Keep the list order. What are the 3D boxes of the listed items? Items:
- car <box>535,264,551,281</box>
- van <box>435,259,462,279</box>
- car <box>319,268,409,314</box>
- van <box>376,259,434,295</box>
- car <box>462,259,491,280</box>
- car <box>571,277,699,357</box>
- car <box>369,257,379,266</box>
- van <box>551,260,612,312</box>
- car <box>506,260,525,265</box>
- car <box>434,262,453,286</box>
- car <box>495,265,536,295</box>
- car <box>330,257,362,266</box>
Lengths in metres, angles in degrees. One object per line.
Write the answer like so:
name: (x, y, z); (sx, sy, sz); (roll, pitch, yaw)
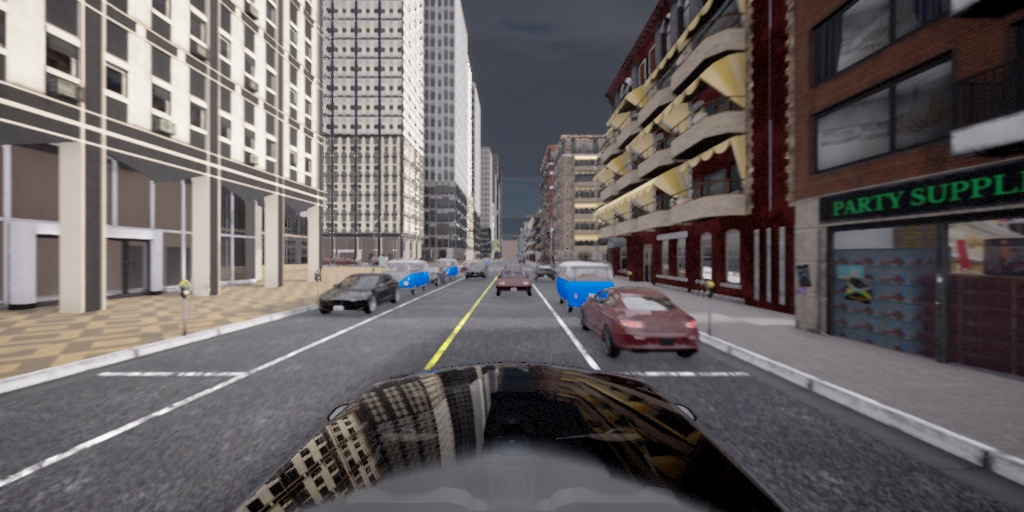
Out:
car: (2.693, 1.354, 30.883); (2.007, 1.370, 4.403); (0, 0, 0)
van: (-5.687, 1.145, 30.885); (1.690, 1.789, 3.998); (0, 0, 0)
car: (-5.689, 1.337, 13.939); (1.948, 1.339, 4.313); (0, 0, 0)
van: (-5.689, 1.123, 19.588); (1.690, 1.789, 3.998); (0, 0, 0)
car: (-3.086, 1.311, 32.343); (1.837, 1.490, 4.892); (0, 0, 0)
car: (2.690, 1.343, 8.290); (1.802, 1.307, 4.207); (0, 0, 0)
car: (-21.141, 0.933, 58.601); (4.097, 1.591, 1.967); (0, 0, 0)
van: (2.691, 1.112, 13.938); (1.690, 1.789, 3.998); (0, 0, 0)
car: (0.101, 1.418, 37.286); (1.895, 1.301, 4.718); (0, 0, 0)
car: (-5.688, 1.343, 25.236); (2.007, 1.370, 4.403); (0, 0, 0)
car: (0.094, 1.384, 20.016); (1.895, 1.301, 4.718); (0, 0, 0)
car: (-26.715, 0.969, 58.589); (4.207, 1.307, 1.802); (0, 0, 0)
